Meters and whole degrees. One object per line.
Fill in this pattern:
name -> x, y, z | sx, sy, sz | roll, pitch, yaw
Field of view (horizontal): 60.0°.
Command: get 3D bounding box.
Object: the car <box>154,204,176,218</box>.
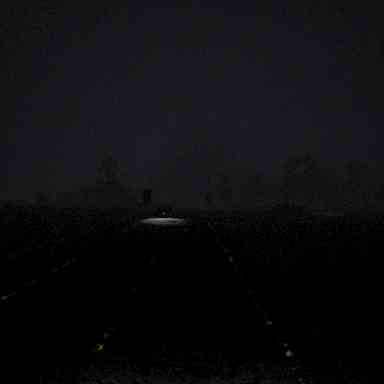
car -> -2.766, 1.952, 34.578 | 1.994, 1.385, 4.181 | 0, -1, 0

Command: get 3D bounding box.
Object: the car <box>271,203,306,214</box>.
car -> 13.937, 2.336, 48.259 | 4.902, 1.511, 2.128 | 1, 0, 0
